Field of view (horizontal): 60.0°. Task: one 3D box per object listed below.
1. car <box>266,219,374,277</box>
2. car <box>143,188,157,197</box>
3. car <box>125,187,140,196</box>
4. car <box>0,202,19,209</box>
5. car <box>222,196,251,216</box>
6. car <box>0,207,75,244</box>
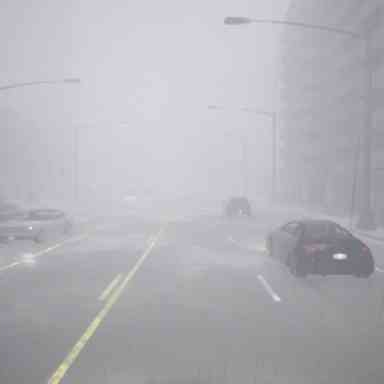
[{"bbox_3d":[3.599,1.514,10.084,1.994,1.385,4.181,0,1,0],"label":"car"},{"bbox_3d":[-7.032,-0.006,56.621,2.033,1.411,5.357,0,2,1],"label":"car"},{"bbox_3d":[-10.526,-0.158,59.065,2.128,1.511,4.902,0,2,1],"label":"car"},{"bbox_3d":[-10.596,1.342,17.465,1.837,1.490,4.892,0,1,0],"label":"car"},{"bbox_3d":[3.605,1.095,27.195,1.837,1.490,4.892,0,2,0],"label":"car"},{"bbox_3d":[-7.097,1.478,15.281,1.895,1.301,4.718,0,1,0],"label":"car"}]
